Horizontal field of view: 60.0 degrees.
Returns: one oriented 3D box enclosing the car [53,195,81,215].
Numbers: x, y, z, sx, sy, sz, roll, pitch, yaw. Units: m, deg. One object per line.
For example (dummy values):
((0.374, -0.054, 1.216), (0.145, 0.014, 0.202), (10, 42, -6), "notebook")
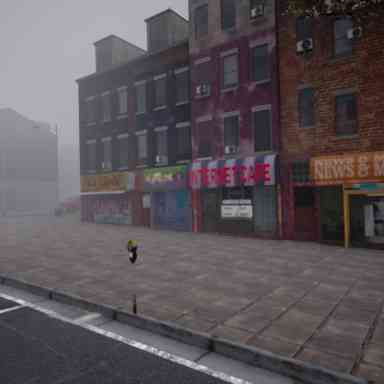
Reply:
((-11.806, 1.280, 35.202), (2.150, 2.045, 5.566), (-2, -1, 36), "car")
